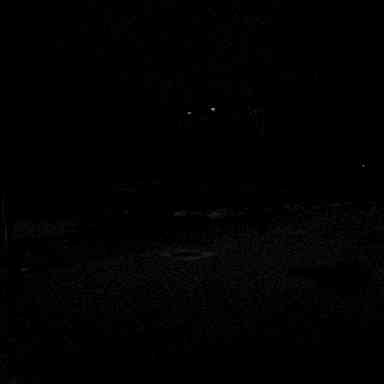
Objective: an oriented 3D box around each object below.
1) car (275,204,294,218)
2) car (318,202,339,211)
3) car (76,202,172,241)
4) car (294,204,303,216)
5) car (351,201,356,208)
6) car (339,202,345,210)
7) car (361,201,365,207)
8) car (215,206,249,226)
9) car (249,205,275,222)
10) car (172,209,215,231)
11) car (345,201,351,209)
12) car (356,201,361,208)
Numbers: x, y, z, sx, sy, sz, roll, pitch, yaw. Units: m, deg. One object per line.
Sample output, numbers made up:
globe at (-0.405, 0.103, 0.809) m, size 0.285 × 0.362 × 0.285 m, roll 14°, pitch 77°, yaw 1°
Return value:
car at (8.858, 2.037, 35.415) m, size 1.947 × 1.339 × 4.313 m, roll -1°, pitch -1°, yaw 35°
car at (21.388, 2.325, 53.022) m, size 2.008 × 1.369 × 4.403 m, roll -1°, pitch -1°, yaw 35°
car at (-3.671, 1.480, 17.813) m, size 2.192 × 1.841 × 5.009 m, roll -1°, pitch -1°, yaw 35°
car at (11.991, 2.098, 39.817) m, size 2.008 × 1.369 × 4.403 m, roll -1°, pitch -1°, yaw 35°
car at (30.786, 2.582, 66.227) m, size 1.802 × 1.307 × 4.206 m, roll -1°, pitch -1°, yaw 35°
car at (24.423, 2.373, 57.286) m, size 1.752 × 1.417 × 4.829 m, roll -1°, pitch -1°, yaw 35°
car at (40.182, 2.795, 79.431) m, size 1.947 × 1.339 × 4.313 m, roll -1°, pitch -1°, yaw 35°
car at (2.495, 1.841, 26.474) m, size 1.752 × 1.417 × 4.829 m, roll -1°, pitch -1°, yaw 35°
car at (5.726, 1.961, 31.014) m, size 1.947 × 1.339 × 4.313 m, roll -1°, pitch -1°, yaw 35°
car at (-0.539, 1.823, 22.210) m, size 1.802 × 1.307 × 4.206 m, roll -1°, pitch -1°, yaw 35°
car at (27.653, 2.491, 61.825) m, size 1.947 × 1.339 × 4.313 m, roll -1°, pitch -1°, yaw 35°
car at (33.918, 2.642, 70.629) m, size 1.947 × 1.339 × 4.313 m, roll -1°, pitch -1°, yaw 35°
